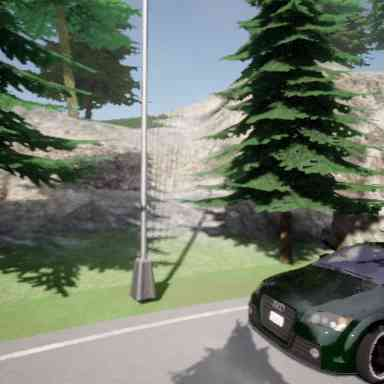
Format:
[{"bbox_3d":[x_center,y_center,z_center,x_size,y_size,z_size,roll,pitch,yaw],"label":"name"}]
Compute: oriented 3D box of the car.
[{"bbox_3d":[3.012,1.530,5.162,4.181,1.385,1.994,0,1,-20],"label":"car"}]
